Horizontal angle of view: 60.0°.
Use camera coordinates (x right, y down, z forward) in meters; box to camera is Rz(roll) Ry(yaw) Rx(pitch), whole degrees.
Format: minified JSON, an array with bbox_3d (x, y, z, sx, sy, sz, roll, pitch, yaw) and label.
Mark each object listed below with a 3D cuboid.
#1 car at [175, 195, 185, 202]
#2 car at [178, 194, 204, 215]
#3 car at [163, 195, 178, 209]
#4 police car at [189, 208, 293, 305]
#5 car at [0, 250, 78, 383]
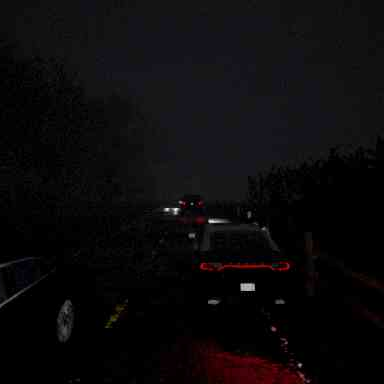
[{"bbox_3d":[-2.877,1.490,80.774,2.128,1.511,4.902,0,0,0],"label":"car"},{"bbox_3d":[0.009,1.216,33.882,2.150,2.045,5.566,0,0,0],"label":"car"},{"bbox_3d":[-2.824,1.558,46.178,1.994,1.385,4.181,0,0,0],"label":"car"},{"bbox_3d":[0.948,1.423,8.268,1.930,1.638,5.238,0,0,0],"label":"police car"},{"bbox_3d":[-2.757,1.490,3.513,2.128,1.511,4.902,0,0,0],"label":"car"}]
